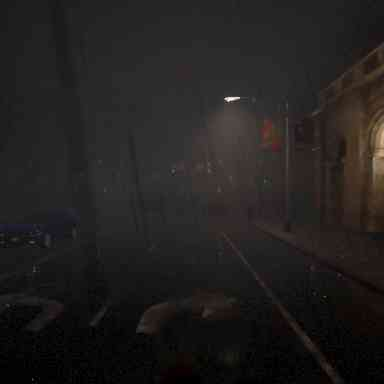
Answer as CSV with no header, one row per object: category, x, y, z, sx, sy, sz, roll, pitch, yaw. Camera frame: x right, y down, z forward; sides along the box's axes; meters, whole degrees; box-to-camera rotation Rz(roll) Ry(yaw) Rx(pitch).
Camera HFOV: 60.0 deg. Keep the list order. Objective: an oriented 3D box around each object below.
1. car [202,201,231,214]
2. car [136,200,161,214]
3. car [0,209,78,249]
car,3.062,1.863,40.530,2.128,1.511,4.902,-1,-1,33
car,-5.364,1.722,40.616,2.097,1.767,4.553,0,0,-25
car,-6.927,1.618,15.533,1.882,1.535,5.008,0,-1,0
